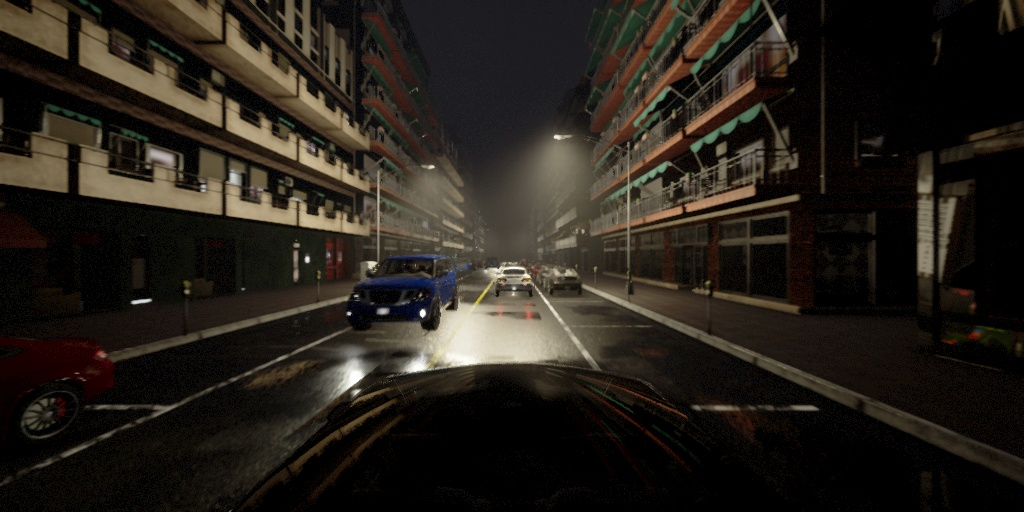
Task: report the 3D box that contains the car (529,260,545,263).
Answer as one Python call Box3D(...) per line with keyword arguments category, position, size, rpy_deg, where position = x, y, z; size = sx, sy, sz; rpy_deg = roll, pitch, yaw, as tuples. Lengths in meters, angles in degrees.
Box3D(category="car", position=(2.696, 1.295, 30.938), size=(1.888, 1.381, 4.507), rpy_deg=(0, 0, 0))

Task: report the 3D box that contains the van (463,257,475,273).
Box3D(category="van", position=(-5.682, 1.096, 42.285), size=(1.690, 1.789, 3.998), rpy_deg=(0, 0, 0))

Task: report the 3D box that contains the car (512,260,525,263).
Box3D(category="car", position=(0.108, 1.354, 39.107), size=(1.895, 1.301, 4.718), rpy_deg=(0, 0, 0))

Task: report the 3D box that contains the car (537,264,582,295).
Box3D(category="car", position=(2.694, 1.301, 19.613), size=(2.007, 1.370, 4.403), rpy_deg=(0, 0, 0))

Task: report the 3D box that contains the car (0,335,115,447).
Box3D(category="car", position=(-5.690, 1.332, 2.648), size=(1.802, 1.307, 4.207), rpy_deg=(0, 0, 0))

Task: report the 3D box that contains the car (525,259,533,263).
Box3D(category="car", position=(2.697, 1.192, 36.598), size=(1.967, 1.591, 4.097), rpy_deg=(0, 0, 0))

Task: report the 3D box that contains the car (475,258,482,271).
Box3D(category="car", position=(-5.681, 1.079, 47.944), size=(2.192, 1.841, 5.009), rpy_deg=(0, 0, 0))

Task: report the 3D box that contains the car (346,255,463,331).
Box3D(category="car", position=(-3.097, 0.971, 11.373), size=(2.150, 2.045, 5.566), rpy_deg=(0, 0, 0))

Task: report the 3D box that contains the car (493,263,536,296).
Box3D(category="car", position=(0.103, 1.276, 19.182), size=(1.812, 1.442, 4.674), rpy_deg=(0, 0, 0))

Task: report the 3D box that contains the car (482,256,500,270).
Box3D(category="car", position=(-2.989, 1.088, 54.974), size=(2.150, 2.045, 5.566), rpy_deg=(0, 0, 0))

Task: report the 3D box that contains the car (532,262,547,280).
Box3D(category="car", position=(2.695, 1.301, 25.276), size=(2.007, 1.370, 4.403), rpy_deg=(0, 0, 0))

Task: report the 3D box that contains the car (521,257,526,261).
Box3D(category="car", position=(2.701, 1.214, 53.580), size=(1.967, 1.591, 4.097), rpy_deg=(0, 0, 0))
